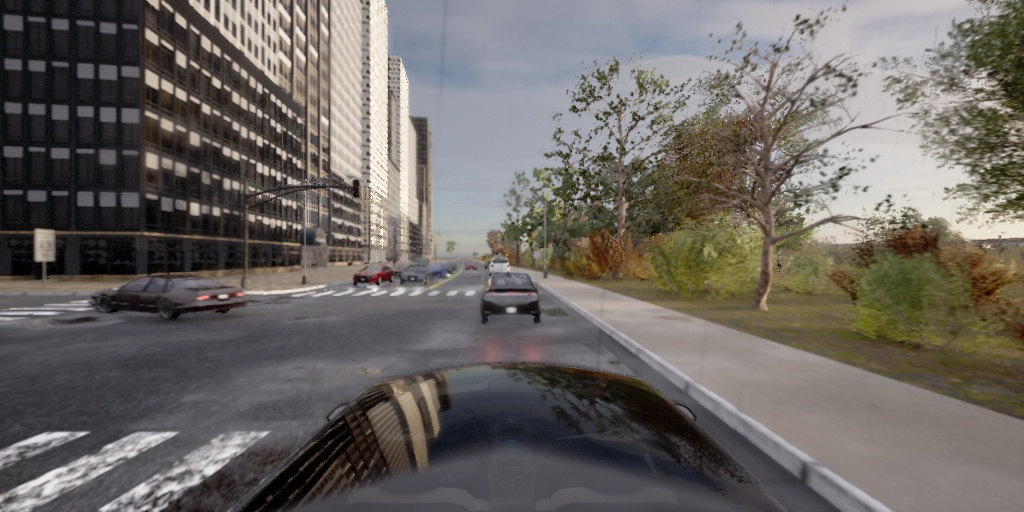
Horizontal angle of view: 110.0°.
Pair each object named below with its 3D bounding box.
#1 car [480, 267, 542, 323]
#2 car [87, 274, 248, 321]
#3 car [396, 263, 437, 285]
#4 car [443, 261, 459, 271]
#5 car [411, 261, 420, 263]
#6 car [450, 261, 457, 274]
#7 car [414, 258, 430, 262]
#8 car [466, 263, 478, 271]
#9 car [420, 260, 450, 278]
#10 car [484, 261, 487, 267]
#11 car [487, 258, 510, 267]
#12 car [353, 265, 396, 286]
[{"bbox_3d":[-0.064,1.314,12.451,2.128,1.511,4.902,0,0,-1],"label":"car"},{"bbox_3d":[-12.081,1.354,12.653,5.357,1.411,2.033,1,-1,15],"label":"car"},{"bbox_3d":[-7.373,1.492,28.113,1.994,1.385,4.181,0,0,-4],"label":"car"},{"bbox_3d":[-9.691,1.591,57.015,2.128,1.511,4.902,0,0,-6],"label":"car"},{"bbox_3d":[-11.145,1.549,36.791,1.994,1.385,4.181,0,0,-4],"label":"car"},{"bbox_3d":[-8.649,1.588,47.010,2.033,1.411,5.357,0,0,-5],"label":"car"},{"bbox_3d":[-11.934,1.267,47.229,2.150,2.045,5.566,0,0,-5],"label":"car"},{"bbox_3d":[-6.556,1.703,58.229,1.895,1.301,4.718,0,0,-7],"label":"car"},{"bbox_3d":[-7.912,1.460,37.075,1.882,1.535,5.008,0,0,-4],"label":"car"},{"bbox_3d":[-3.882,1.620,63.422,2.128,1.511,4.902,0,0,-7],"label":"car"},{"bbox_3d":[-1.397,1.210,39.374,2.150,2.045,5.566,0,0,-4],"label":"car"},{"bbox_3d":[-10.600,1.408,27.818,1.882,1.535,5.008,0,0,-2],"label":"car"}]
